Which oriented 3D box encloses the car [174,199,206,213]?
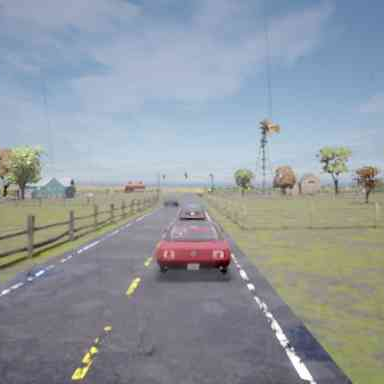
[{"bbox_3d":[0.046,1.434,23.899,2.033,1.411,5.357,0,0,0],"label":"car"}]

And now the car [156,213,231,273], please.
[{"bbox_3d":[0.059,1.550,10.410,1.895,1.301,4.718,0,0,0],"label":"car"}]

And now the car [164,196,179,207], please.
[{"bbox_3d":[-2.836,1.267,46.524,1.882,1.535,5.008,0,0,0],"label":"car"}]
